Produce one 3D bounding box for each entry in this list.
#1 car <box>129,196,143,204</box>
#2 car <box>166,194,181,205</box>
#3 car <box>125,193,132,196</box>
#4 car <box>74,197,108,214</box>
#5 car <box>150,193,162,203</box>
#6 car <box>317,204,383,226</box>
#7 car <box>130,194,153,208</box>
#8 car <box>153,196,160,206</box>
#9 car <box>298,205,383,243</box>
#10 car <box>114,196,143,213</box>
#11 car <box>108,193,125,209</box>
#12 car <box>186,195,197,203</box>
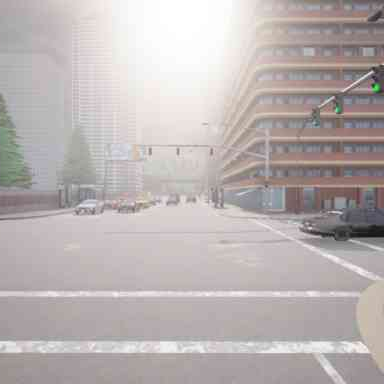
[{"bbox_3d":[-10.646,1.505,64.025,1.837,1.490,4.892,0,0,0],"label":"car"},{"bbox_3d":[-3.493,1.547,58.193,2.033,1.411,5.357,0,0,0],"label":"car"},{"bbox_3d":[-10.679,1.221,53.608,2.150,2.045,5.566,0,0,0],"label":"car"},{"bbox_3d":[-10.655,1.526,34.933,1.812,1.442,4.674,0,0,2],"label":"car"},{"bbox_3d":[-7.132,1.526,66.812,1.812,1.442,4.674,0,0,0],"label":"car"},{"bbox_3d":[11.385,1.545,23.200,4.718,1.301,1.895,0,0,-13],"label":"car"},{"bbox_3d":[-7.173,1.477,47.109,1.882,1.535,5.008,0,0,0],"label":"car"},{"bbox_3d":[-7.175,1.491,56.588,2.128,1.511,4.902,0,0,0],"label":"car"},{"bbox_3d":[7.733,1.490,15.346,5.357,1.411,2.033,0,0,-4],"label":"car"},{"bbox_3d":[-7.145,1.526,37.770,1.812,1.442,4.674,0,0,0],"label":"car"},{"bbox_3d":[-10.669,1.352,43.879,2.097,1.767,4.553,0,0,0],"label":"car"},{"bbox_3d":[-0.112,1.350,69.683,2.097,1.767,4.553,0,0,0],"label":"car"}]
